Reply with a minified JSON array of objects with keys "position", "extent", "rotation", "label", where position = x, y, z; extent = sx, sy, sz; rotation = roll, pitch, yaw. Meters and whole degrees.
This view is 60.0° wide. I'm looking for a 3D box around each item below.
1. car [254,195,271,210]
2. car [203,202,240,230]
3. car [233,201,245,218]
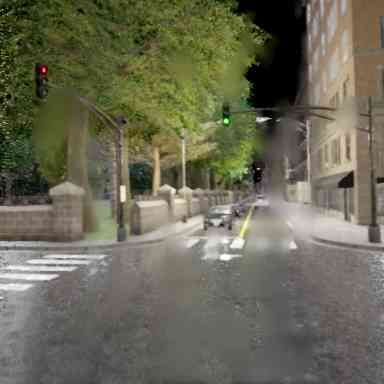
[{"position":[10.337,1.470,48.739],"extent":[2.150,2.045,5.566],"rotation":[-2,-1,12],"label":"car"},{"position":[1.918,1.691,22.615],"extent":[2.128,1.511,4.902],"rotation":[-2,-1,11],"label":"car"},{"position":[3.867,1.850,32.507],"extent":[1.895,1.301,4.718],"rotation":[-2,-1,11],"label":"car"}]
